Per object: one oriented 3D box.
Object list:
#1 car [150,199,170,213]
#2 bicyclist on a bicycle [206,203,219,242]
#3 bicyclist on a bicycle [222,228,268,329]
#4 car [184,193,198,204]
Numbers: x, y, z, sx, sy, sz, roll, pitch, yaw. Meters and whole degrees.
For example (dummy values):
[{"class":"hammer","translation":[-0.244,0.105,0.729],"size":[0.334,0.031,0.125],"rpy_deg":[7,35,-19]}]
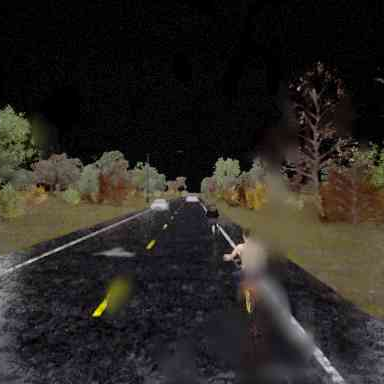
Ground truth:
[{"class":"car","translation":[-3.593,1.539,37.739],"size":[1.812,1.442,4.674],"rpy_deg":[0,0,0]},{"class":"bicyclist on a bicycle","translation":[0.961,1.371,15.468],"size":[0.659,1.776,1.843],"rpy_deg":[0,0,0]},{"class":"bicyclist on a bicycle","translation":[0.988,1.436,5.967],"size":[0.866,1.612,1.509],"rpy_deg":[0,0,0]},{"class":"car","translation":[0.021,1.264,63.692],"size":[2.150,2.045,5.566],"rpy_deg":[0,0,0]}]
